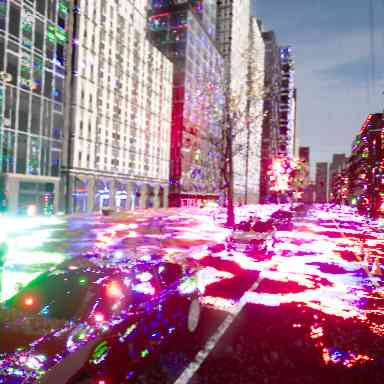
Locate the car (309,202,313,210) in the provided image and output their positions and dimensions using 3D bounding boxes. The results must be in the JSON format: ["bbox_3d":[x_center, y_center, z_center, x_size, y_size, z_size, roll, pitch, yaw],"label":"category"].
[{"bbox_3d":[28.275,3.290,81.156,2.192,1.841,5.009,2,-1,21],"label":"car"}]

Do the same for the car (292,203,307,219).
[{"bbox_3d":[12.628,2.433,40.444,1.752,1.417,4.829,2,-1,21],"label":"car"}]

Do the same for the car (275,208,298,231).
[{"bbox_3d":[6.736,2.099,25.113,1.802,1.307,4.206,2,-1,21],"label":"car"}]

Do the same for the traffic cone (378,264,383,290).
[{"bbox_3d":[5.128,2.243,8.657,0.340,0.580,0.340,2,-1,21],"label":"traffic cone"}]

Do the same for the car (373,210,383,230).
[{"bbox_3d":[16.541,2.365,27.267,1.967,1.590,4.097,2,-1,21],"label":"car"}]

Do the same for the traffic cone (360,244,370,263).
[{"bbox_3d":[6.562,2.336,12.390,0.340,0.580,0.340,2,-1,21],"label":"traffic cone"}]

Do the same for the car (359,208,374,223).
[{"bbox_3d":[20.504,2.739,37.591,2.008,1.369,4.403,2,-1,21],"label":"car"}]

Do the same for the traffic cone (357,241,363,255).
[{"bbox_3d":[7.279,2.383,14.257,0.340,0.580,0.340,2,-1,21],"label":"traffic cone"}]

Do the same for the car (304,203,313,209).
[{"bbox_3d":[30.246,3.678,86.307,1.947,1.339,4.313,2,-1,21],"label":"car"}]

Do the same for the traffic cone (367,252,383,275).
[{"bbox_3d":[5.845,2.289,10.524,0.340,0.580,0.340,2,-1,21],"label":"traffic cone"}]

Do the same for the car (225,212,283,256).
[{"bbox_3d":[2.709,1.777,14.628,1.752,1.417,4.829,2,-1,21],"label":"car"}]

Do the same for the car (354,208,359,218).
[{"bbox_3d":[24.471,3.005,47.918,2.008,1.369,4.403,2,-1,21],"label":"car"}]

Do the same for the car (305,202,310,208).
[{"bbox_3d":[16.655,2.722,50.929,1.887,1.381,4.507,2,-1,21],"label":"car"}]

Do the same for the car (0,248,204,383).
[{"bbox_3d":[-1.198,1.542,4.460,1.887,1.381,4.507,2,-1,21],"label":"car"}]
